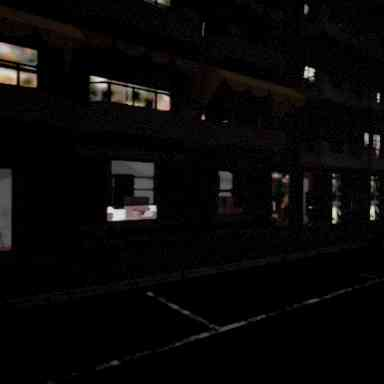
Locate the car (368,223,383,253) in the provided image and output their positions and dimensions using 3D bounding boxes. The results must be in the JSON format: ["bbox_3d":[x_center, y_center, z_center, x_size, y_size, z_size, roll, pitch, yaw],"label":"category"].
[{"bbox_3d":[8.379,1.563,12.536,4.507,1.381,1.887,0,0,-36],"label":"car"}]
